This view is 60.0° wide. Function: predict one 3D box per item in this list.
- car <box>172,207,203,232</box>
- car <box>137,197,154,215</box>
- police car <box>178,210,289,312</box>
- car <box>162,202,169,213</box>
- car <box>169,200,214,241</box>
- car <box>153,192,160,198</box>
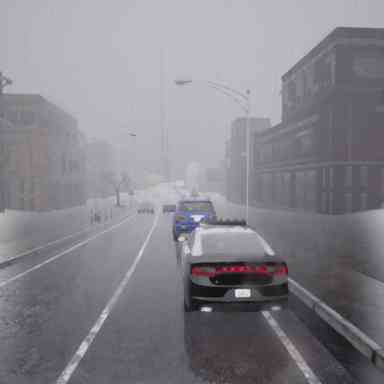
[{"bbox_3d":[-0.433,1.852,23.954,1.882,1.535,5.008,0,-2,-5],"label":"car"},{"bbox_3d":[-6.142,2.010,44.514,2.097,1.767,4.553,-1,1,-5],"label":"car"},{"bbox_3d":[0.708,1.464,7.981,1.930,1.638,5.238,0,-1,-3],"label":"police car"},{"bbox_3d":[-3.145,2.129,46.738,1.882,1.535,5.008,0,0,-4],"label":"car"},{"bbox_3d":[0.048,1.434,17.985,2.150,2.045,5.566,0,-1,-5],"label":"car"},{"bbox_3d":[-10.085,0.799,94.829,2.128,1.511,4.902,0,1,-5],"label":"car"}]
